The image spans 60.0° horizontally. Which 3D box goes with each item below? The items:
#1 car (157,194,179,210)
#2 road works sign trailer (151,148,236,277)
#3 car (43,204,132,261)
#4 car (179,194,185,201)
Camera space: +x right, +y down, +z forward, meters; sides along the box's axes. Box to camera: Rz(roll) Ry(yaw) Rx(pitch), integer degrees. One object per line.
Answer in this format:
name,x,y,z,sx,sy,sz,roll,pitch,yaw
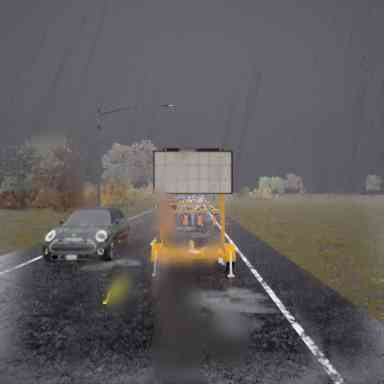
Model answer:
car,-3.303,1.242,44.206,2.150,2.045,5.566,0,0,1
road works sign trailer,0.027,0.467,10.228,2.380,3.560,2.880,0,0,-1
car,-3.583,1.356,12.160,2.097,1.767,4.553,0,0,0
car,-2.792,1.404,84.322,2.097,1.767,4.553,0,0,1
